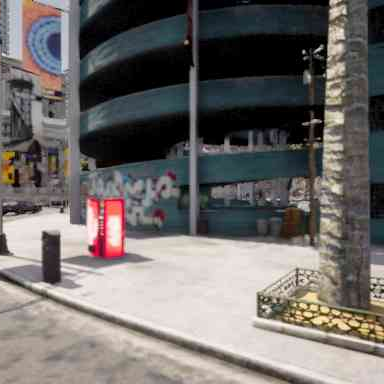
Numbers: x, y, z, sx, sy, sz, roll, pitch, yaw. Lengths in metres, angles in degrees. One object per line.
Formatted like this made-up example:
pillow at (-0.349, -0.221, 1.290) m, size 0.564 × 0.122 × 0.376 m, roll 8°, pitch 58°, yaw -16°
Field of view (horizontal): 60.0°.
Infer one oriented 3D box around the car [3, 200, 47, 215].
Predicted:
car at (-17.862, 1.642, 34.667) m, size 2.033 × 1.411 × 5.357 m, roll 0°, pitch 0°, yaw 9°

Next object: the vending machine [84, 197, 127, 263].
vending machine at (-2.909, 1.213, 11.229) m, size 1.100 × 2.100 × 0.880 m, roll 0°, pitch 0°, yaw -44°

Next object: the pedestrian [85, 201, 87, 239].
pedestrian at (-3.547, 1.160, 11.674) m, size 0.375 × 1.860 × 0.375 m, roll 0°, pitch 0°, yaw -43°

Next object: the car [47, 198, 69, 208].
car at (-20.161, 1.579, 48.901) m, size 2.128 × 1.511 × 4.902 m, roll 0°, pitch 0°, yaw 28°
